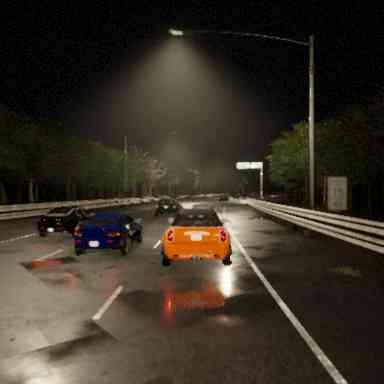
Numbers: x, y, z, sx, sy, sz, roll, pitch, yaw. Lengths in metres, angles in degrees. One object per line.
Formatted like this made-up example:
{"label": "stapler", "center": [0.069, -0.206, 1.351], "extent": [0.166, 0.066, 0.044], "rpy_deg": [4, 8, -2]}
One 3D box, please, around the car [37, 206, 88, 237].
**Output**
{"label": "car", "center": [-6.467, 1.508, 17.877], "extent": [1.837, 1.490, 4.892], "rpy_deg": [0, 0, 2]}

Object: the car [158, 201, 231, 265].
{"label": "car", "center": [0.198, 1.355, 11.874], "extent": [2.097, 1.767, 4.553], "rpy_deg": [0, 0, 2]}

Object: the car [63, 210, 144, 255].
{"label": "car", "center": [-3.147, 1.529, 13.198], "extent": [1.812, 1.442, 4.674], "rpy_deg": [0, 0, 2]}

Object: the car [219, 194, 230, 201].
{"label": "car", "center": [7.475, 1.342, 76.736], "extent": [2.097, 1.767, 4.553], "rpy_deg": [0, 0, 11]}

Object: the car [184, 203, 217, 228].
{"label": "car", "center": [0.699, 1.552, 23.328], "extent": [2.033, 1.411, 5.357], "rpy_deg": [0, 0, 3]}

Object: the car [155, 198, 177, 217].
{"label": "car", "center": [-2.132, 1.358, 31.283], "extent": [2.097, 1.767, 4.553], "rpy_deg": [0, 0, 4]}
